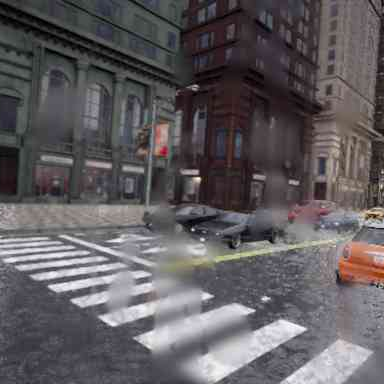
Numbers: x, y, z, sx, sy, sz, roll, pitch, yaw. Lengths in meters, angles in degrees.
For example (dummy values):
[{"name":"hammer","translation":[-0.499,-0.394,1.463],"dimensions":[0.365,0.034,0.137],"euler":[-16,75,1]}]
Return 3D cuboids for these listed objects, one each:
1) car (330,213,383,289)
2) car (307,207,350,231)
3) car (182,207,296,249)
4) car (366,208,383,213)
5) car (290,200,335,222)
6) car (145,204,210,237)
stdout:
[{"name":"car","translation":[5.752,1.641,9.030],"dimensions":[2.097,1.767,4.553],"euler":[4,0,44]},{"name":"car","translation":[9.954,2.007,22.786],"dimensions":[1.812,1.442,4.674],"euler":[4,0,44]},{"name":"car","translation":[2.289,1.587,14.935],"dimensions":[2.033,1.411,5.357],"euler":[4,0,44]},{"name":"car","translation":[22.726,2.676,40.452],"dimensions":[1.882,1.535,5.008],"euler":[4,0,45]},{"name":"car","translation":[10.111,1.688,27.597],"dimensions":[2.150,2.045,5.566],"euler":[4,0,44]},{"name":"car","translation":[-0.118,1.352,17.113],"dimensions":[1.882,1.535,5.008],"euler":[4,1,44]}]
